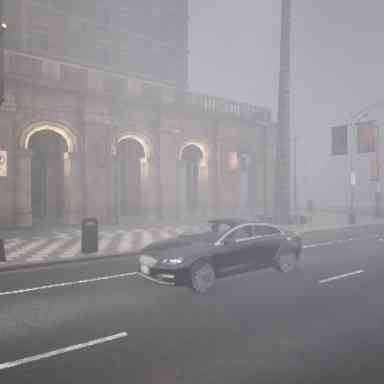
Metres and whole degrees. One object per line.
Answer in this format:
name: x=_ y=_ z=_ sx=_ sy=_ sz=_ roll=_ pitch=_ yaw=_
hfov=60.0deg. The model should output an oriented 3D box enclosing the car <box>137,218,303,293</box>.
car: x=0.935 y=1.492 z=8.947 sx=4.902 sy=1.511 sz=2.128 roll=0 pitch=0 yaw=-35
